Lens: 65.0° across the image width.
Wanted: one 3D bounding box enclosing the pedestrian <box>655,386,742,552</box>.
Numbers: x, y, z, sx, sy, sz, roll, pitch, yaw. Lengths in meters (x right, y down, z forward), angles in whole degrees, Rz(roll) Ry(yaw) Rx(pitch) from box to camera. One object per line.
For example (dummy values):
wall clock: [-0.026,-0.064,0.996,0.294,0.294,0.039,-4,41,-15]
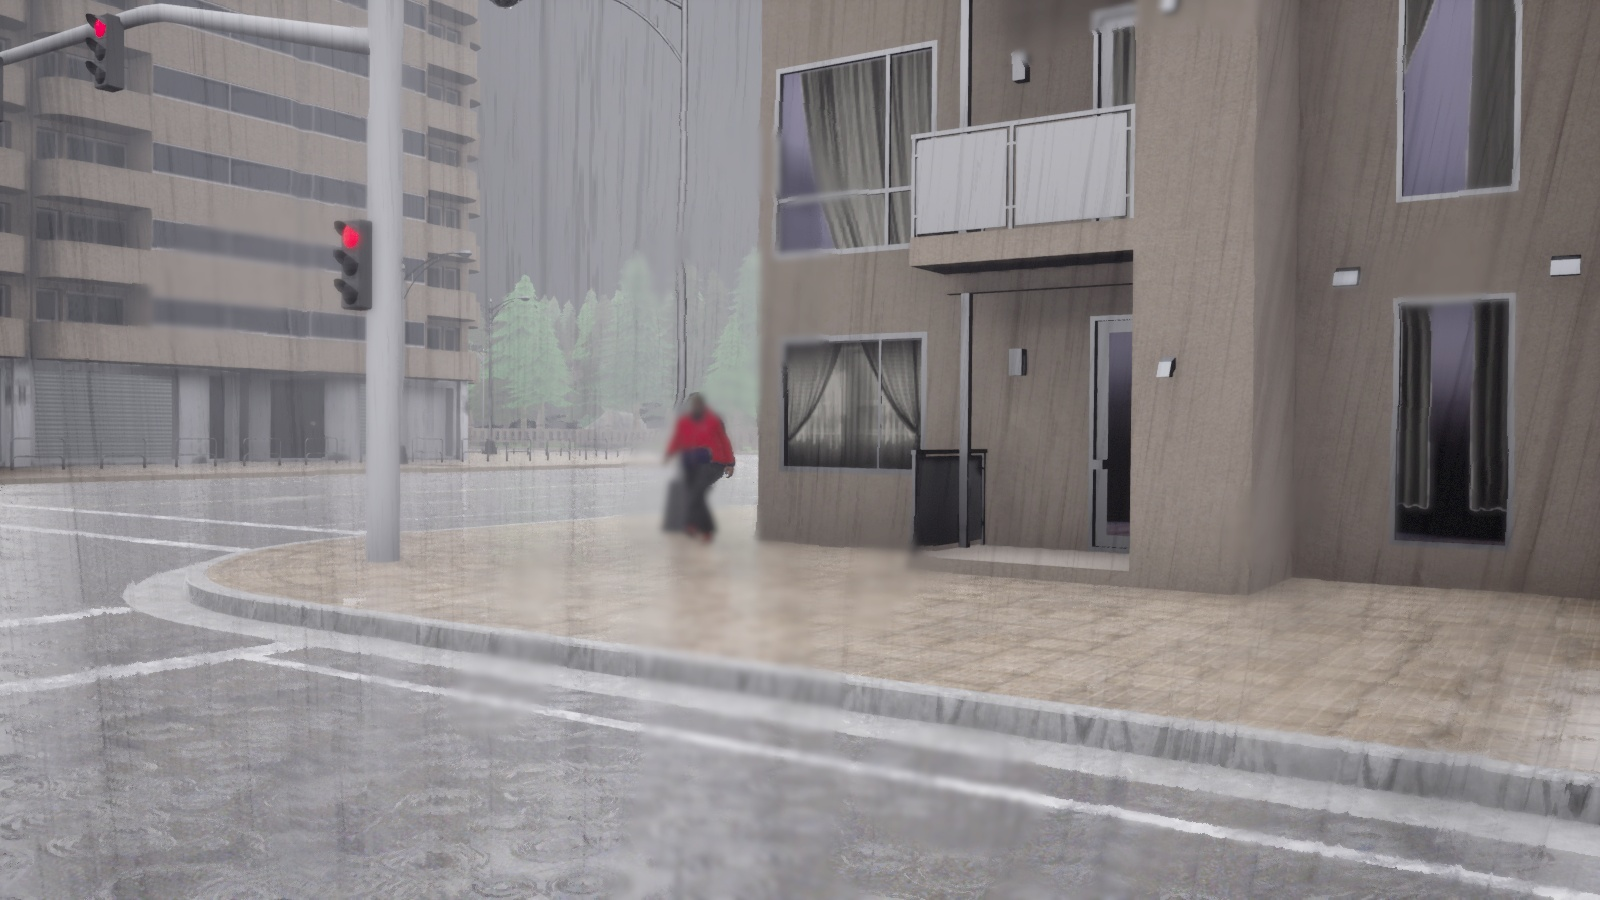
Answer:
pedestrian: [-1.157,0.203,14.450,0.634,1.844,0.899,0,1,22]
